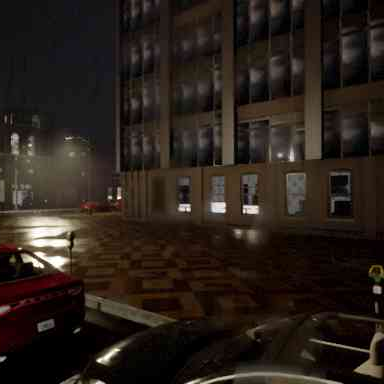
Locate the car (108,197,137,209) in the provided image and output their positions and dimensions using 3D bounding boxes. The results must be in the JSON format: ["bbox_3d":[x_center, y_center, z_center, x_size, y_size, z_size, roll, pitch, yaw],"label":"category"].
[{"bbox_3d":[-10.363,1.634,49.823,1.967,1.590,4.097,-1,-1,36],"label":"car"}]

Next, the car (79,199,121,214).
[{"bbox_3d":[-10.171,1.676,35.916,1.802,1.307,4.206,-1,-1,36],"label":"car"}]

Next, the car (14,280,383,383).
[{"bbox_3d":[0.980,1.551,2.181,4.403,1.369,2.008,0,0,36],"label":"car"}]

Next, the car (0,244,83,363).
[{"bbox_3d":[-3.649,1.544,5.492,4.507,1.381,1.887,0,0,36],"label":"car"}]
